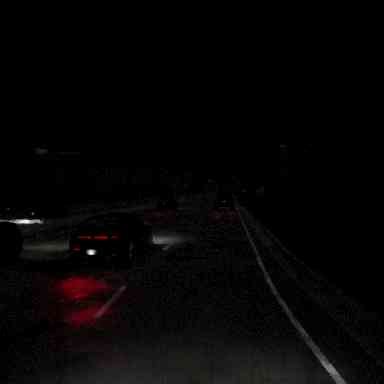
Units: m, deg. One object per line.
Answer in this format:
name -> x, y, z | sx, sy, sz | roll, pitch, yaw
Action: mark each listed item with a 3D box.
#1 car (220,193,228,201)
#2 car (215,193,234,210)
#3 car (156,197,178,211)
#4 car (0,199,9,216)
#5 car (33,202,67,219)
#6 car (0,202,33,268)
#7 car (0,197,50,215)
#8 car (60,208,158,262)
car -> 8.259, 1.267, 85.690 | 2.150, 2.045, 5.566 | 0, 0, 5
car -> 4.143, 1.240, 42.537 | 2.150, 2.045, 5.566 | 0, 0, 6
car -> -3.018, 1.369, 41.518 | 2.097, 1.767, 4.553 | 0, 0, 6
car -> -19.444, 1.484, 30.779 | 1.882, 1.535, 5.008 | 0, 0, 7
car -> -12.634, 1.573, 28.830 | 1.994, 1.385, 4.181 | 0, 0, 7
car -> -6.582, 1.223, 8.234 | 2.150, 2.045, 5.566 | 0, 0, 4
car -> -15.814, 1.251, 31.639 | 2.128, 1.511, 4.902 | 0, 0, 6
car -> -2.725, 1.509, 12.133 | 1.837, 1.490, 4.892 | 0, 0, 5
